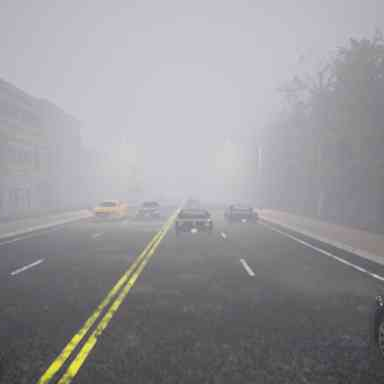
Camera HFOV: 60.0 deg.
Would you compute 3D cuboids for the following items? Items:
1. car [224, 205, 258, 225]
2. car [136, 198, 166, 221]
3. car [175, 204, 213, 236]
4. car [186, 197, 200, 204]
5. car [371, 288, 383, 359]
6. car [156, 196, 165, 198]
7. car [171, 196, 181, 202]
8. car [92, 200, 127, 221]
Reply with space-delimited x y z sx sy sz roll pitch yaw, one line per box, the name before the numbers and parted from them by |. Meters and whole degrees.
car | 3.351 1.548 23.682 1.895 1.301 4.718 0 0 0
car | -3.344 1.466 26.905 1.812 1.442 4.674 0 0 0
car | 0.099 1.561 18.172 1.895 1.301 4.718 0 0 0
car | 0.100 1.387 45.709 2.128 1.511 4.902 0 0 0
car | 3.350 1.486 2.591 2.128 1.511 4.902 0 0 0
car | -6.500 1.423 68.871 1.895 1.301 4.718 0 0 0
car | -3.250 1.423 68.870 1.895 1.301 4.718 0 0 0
car | -6.594 1.418 26.900 1.882 1.535 5.008 0 0 0
